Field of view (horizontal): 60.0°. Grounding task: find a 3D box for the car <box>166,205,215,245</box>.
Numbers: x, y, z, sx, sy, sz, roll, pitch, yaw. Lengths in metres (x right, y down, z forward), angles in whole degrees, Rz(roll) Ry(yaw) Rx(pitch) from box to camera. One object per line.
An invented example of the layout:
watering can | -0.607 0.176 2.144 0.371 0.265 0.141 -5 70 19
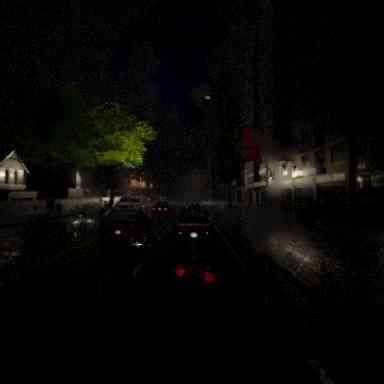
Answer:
car | 0.081 1.596 16.277 2.128 1.511 4.902 0 0 0

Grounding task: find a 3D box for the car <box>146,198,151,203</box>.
car | -9.840 1.910 73.710 1.994 1.385 4.181 0 0 0

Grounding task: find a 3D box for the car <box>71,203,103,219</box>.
car | -9.889 1.743 32.208 2.033 1.411 5.357 0 0 0

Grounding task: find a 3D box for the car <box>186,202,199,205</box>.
car | 0.053 1.832 39.063 1.895 1.301 4.718 0 0 0

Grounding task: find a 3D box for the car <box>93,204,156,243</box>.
car | -3.169 1.585 16.703 1.882 1.535 5.008 0 0 0

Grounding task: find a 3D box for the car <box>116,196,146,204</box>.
car | -6.639 1.433 35.242 2.150 2.045 5.566 0 0 0

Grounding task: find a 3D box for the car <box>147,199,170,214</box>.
car | -3.193 1.759 35.244 2.033 1.411 5.357 0 0 0

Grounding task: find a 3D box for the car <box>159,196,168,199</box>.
car | -6.593 1.738 76.769 2.128 1.511 4.902 0 0 0
